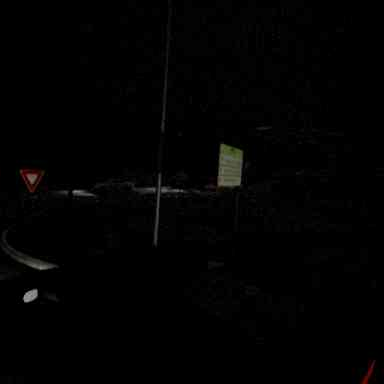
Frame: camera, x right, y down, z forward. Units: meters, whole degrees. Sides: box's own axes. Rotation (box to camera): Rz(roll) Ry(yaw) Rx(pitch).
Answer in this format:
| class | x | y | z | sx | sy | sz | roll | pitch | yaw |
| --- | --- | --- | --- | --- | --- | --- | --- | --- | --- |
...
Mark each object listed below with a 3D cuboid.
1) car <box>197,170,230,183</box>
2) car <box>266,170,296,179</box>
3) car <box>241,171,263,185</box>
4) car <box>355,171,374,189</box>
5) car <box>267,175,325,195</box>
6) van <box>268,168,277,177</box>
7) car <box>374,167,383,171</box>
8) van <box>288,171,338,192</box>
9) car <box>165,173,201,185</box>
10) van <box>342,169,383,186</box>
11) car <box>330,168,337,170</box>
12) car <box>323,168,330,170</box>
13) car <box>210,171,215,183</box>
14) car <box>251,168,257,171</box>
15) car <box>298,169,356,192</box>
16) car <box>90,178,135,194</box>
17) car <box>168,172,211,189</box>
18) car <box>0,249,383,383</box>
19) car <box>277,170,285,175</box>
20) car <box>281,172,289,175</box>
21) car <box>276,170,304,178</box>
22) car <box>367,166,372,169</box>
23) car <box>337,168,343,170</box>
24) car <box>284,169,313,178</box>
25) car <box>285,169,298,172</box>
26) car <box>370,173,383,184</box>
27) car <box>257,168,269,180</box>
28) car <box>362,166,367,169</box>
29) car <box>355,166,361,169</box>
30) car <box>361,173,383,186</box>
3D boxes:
| class | x | y | z | sx | sy | sz | roll | pitch | yaw |
| --- | --- | --- | --- | --- | --- | --- | --- | --- | --- |
| car | 3.237 | -2.384 | 50.812 | 4.553 | 1.767 | 2.185 | 3 | 6 | 29 |
| car | 16.649 | -3.347 | 62.261 | 5.008 | 1.535 | 2.097 | 3 | 6 | 30 |
| car | 7.668 | -1.811 | 47.664 | 4.181 | 1.385 | 1.994 | -4 | 8 | -37 |
| car | 20.320 | -1.404 | 42.680 | 4.553 | 1.767 | 2.185 | 5 | 7 | 31 |
| car | 10.965 | -0.568 | 35.225 | 5.008 | 1.535 | 2.097 | 5 | 7 | 31 |
| van | 12.076 | -3.216 | 58.504 | 4.442 | 1.987 | 1.878 | 3 | 6 | 30 |
| car | 32.065 | -2.421 | 52.048 | 5.566 | 2.045 | 2.435 | 5 | 7 | 30 |
| van | 13.415 | -0.961 | 37.000 | 4.442 | 1.987 | 1.878 | 5 | 7 | 31 |
| car | -1.269 | -1.857 | 47.024 | 4.674 | 1.452 | 2.002 | 3 | 6 | 29 |
| van | 22.793 | -1.671 | 44.463 | 4.442 | 1.987 | 1.878 | 5 | 7 | 31 |
| car | 27.867 | -4.242 | 71.683 | 5.008 | 1.535 | 2.097 | 3 | 6 | 30 |
| car | 25.622 | -4.061 | 69.797 | 4.892 | 1.521 | 2.231 | 3 | 6 | 30 |
| car | 0.998 | -2.049 | 48.922 | 4.792 | 1.488 | 2.163 | 3 | 6 | 29 |
| car | 7.721 | -2.747 | 54.630 | 4.553 | 1.767 | 2.185 | 3 | 6 | 29 |
| car | 15.631 | -1.173 | 38.929 | 5.566 | 2.045 | 2.435 | 5 | 8 | 31 |
| car | -8.187 | -0.677 | 34.449 | 4.674 | 1.442 | 1.812 | -3 | 6 | -39 |
| car | -0.420 | -1.267 | 41.035 | 5.008 | 1.535 | 1.882 | -5 | 8 | -40 |
| car | -0.612 | 1.421 | 3.855 | 5.008 | 1.535 | 1.882 | 2 | 1 | 36 |
| car | 14.578 | -3.161 | 60.270 | 5.366 | 1.575 | 1.946 | 3 | 6 | 30 |
| car | 14.653 | -1.493 | 44.135 | 1.882 | 1.535 | 5.008 | -4 | 7 | -30 |
| car | 18.918 | -3.495 | 64.133 | 4.792 | 1.488 | 2.163 | 3 | 6 | 30 |
| car | 41.199 | -5.232 | 83.044 | 5.366 | 1.575 | 1.946 | 3 | 6 | 30 |
| car | 30.134 | -4.541 | 73.538 | 4.553 | 1.767 | 2.185 | 3 | 6 | 30 |
| car | 21.129 | -3.706 | 66.040 | 5.008 | 1.535 | 2.097 | 3 | 6 | 30 |
| car | 17.839 | -2.538 | 55.013 | 4.674 | 1.442 | 1.812 | -5 | 8 | -38 |
| car | 29.727 | -1.961 | 50.179 | 4.792 | 1.488 | 2.163 | 5 | 7 | 31 |
| car | 9.935 | -2.806 | 56.573 | 5.008 | 1.535 | 2.097 | 3 | 6 | 29 |
| car | 39.101 | -5.071 | 81.081 | 5.008 | 1.535 | 2.097 | 3 | 6 | 30 |
| car | 36.860 | -4.918 | 79.197 | 5.008 | 1.535 | 2.097 | 3 | 6 | 30 |
| car | 27.373 | -1.810 | 48.292 | 4.892 | 1.521 | 2.231 | 5 | 8 | 31 |
